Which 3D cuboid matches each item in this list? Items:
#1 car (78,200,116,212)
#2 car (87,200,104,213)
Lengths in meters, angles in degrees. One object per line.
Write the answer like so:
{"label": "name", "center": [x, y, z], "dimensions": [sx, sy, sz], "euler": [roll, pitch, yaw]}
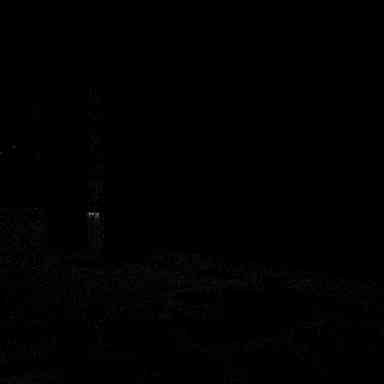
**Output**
{"label": "car", "center": [-13.152, 1.902, 46.235], "dimensions": [1.837, 1.490, 4.892], "euler": [0, -1, 36]}
{"label": "car", "center": [-11.269, 1.898, 43.298], "dimensions": [1.812, 1.442, 4.674], "euler": [0, -1, 36]}
